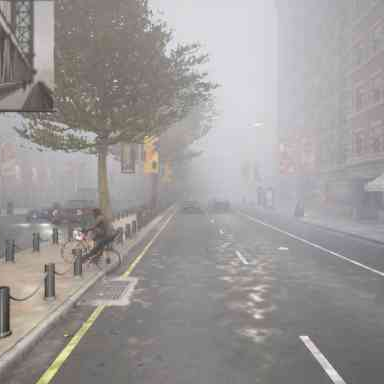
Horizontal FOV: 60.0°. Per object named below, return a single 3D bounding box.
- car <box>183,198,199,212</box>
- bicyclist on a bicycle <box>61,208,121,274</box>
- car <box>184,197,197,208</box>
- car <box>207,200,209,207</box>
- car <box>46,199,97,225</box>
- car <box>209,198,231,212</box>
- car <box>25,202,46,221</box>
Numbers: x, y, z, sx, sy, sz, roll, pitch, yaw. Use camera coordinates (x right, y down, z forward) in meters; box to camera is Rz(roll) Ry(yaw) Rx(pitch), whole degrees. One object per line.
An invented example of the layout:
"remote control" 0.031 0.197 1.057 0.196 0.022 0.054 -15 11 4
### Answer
"car" -0.121 1.601 38.966 1.895 1.301 4.718 0 0 0
"bicyclist on a bicycle" -2.599 1.285 8.956 1.656 1.620 0.582 14 -3 0
"car" -0.188 1.526 48.070 1.812 1.442 4.674 0 0 1
"car" 3.259 1.564 47.363 1.994 1.385 4.181 0 0 0
"car" -8.217 1.351 23.731 2.097 1.767 4.553 0 0 0
"car" 3.315 1.478 38.376 1.882 1.535 5.008 0 0 0
"car" -11.649 1.546 26.908 1.812 1.442 4.674 0 0 0
